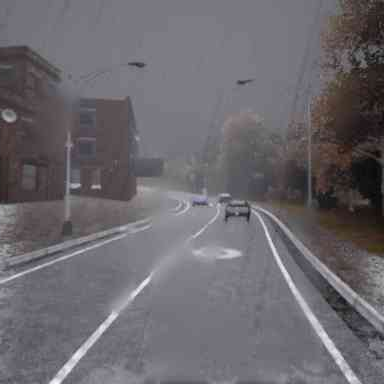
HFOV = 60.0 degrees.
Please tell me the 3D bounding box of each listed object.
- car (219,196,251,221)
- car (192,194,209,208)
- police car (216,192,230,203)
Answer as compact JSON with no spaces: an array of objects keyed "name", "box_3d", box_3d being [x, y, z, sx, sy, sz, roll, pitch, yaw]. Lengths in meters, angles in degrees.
[{"name":"car","box_3d":[3.521,1.306,25.790,2.128,1.511,4.902,0,1,8]},{"name":"car","box_3d":[1.088,1.043,41.016,1.882,1.535,5.008,1,1,1]},{"name":"police car","box_3d":[4.636,0.871,48.518,1.930,1.638,5.238,1,2,-3]}]
